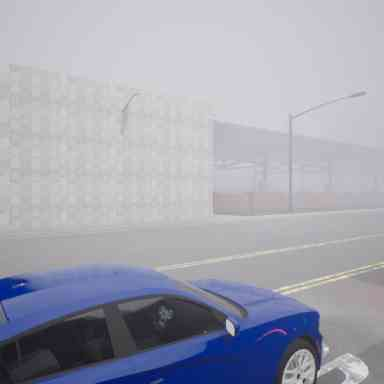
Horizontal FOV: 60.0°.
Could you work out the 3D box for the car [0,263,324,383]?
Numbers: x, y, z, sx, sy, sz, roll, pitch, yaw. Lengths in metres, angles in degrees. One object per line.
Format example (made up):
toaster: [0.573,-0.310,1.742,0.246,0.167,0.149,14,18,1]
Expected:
car: [-0.743,1.478,3.220,5.008,1.535,1.882,0,0,-36]
